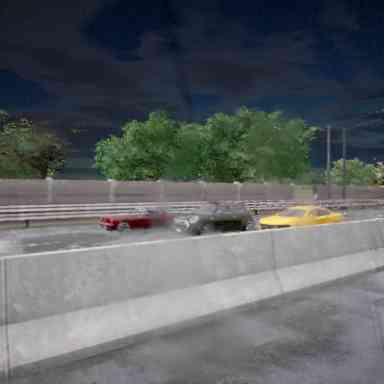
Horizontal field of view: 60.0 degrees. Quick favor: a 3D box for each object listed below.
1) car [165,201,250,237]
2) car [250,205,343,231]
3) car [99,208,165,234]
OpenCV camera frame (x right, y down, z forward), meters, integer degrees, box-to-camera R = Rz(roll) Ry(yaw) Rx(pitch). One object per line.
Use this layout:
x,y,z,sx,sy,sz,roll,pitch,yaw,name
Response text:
1.171,1.325,17.721,4.553,1.767,2.097,0,0,-35,car
5.476,1.449,16.493,5.008,1.535,1.882,0,0,-35,car
-2.849,1.577,19.154,4.718,1.301,1.895,0,0,-35,car
